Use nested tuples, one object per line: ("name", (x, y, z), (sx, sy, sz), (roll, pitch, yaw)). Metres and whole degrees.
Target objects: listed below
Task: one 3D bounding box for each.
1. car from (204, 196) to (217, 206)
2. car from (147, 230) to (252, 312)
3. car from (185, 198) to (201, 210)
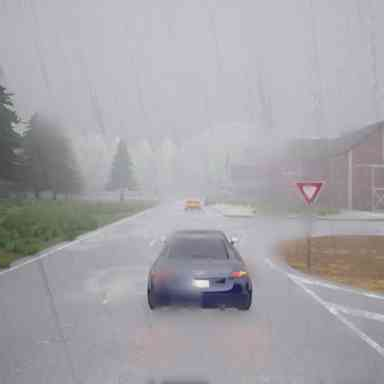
("car", (2.997, 1.447, 55.444), (1.816, 1.474, 4.193), (-6, 0, -2))
("car", (0.175, 1.563, 7.787), (1.994, 1.385, 4.181), (0, 0, 1))
("car", (0.120, 1.471, 43.533), (1.882, 1.535, 5.008), (0, 0, 0))
